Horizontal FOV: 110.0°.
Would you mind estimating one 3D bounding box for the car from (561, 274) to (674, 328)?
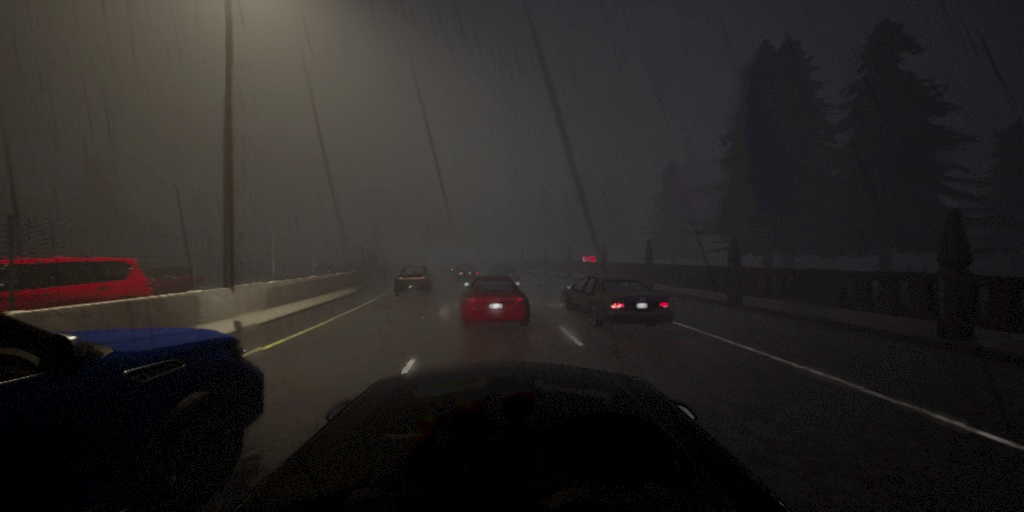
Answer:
[{"bbox_3d":[3.010,1.297,11.478,2.033,1.411,5.357,0,0,-6],"label":"car"}]

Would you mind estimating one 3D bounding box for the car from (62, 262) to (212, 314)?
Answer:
[{"bbox_3d":[-15.311,1.188,15.128,2.097,1.767,4.553,0,0,-10],"label":"car"}]

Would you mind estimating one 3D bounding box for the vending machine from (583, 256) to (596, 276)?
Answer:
[{"bbox_3d":[7.053,0.956,32.730,1.100,2.100,0.880,0,0,-16],"label":"vending machine"}]

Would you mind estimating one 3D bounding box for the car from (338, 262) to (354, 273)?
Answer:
[{"bbox_3d":[-22.303,1.458,48.311,2.033,1.411,5.357,0,0,-22],"label":"car"}]

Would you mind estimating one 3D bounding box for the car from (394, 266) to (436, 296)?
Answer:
[{"bbox_3d":[-5.242,1.289,19.597,2.128,1.511,4.902,0,0,-10],"label":"car"}]

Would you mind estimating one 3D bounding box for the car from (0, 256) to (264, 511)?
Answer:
[{"bbox_3d":[-3.500,0.986,1.115,2.150,2.045,5.566,0,0,0],"label":"car"}]

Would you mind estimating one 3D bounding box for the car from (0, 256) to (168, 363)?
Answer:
[{"bbox_3d":[-10.904,1.028,7.623,2.150,2.045,5.566,0,0,-5],"label":"car"}]

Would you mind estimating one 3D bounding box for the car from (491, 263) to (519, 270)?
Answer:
[{"bbox_3d":[-0.660,1.317,30.790,1.812,1.442,4.674,0,0,-15],"label":"car"}]

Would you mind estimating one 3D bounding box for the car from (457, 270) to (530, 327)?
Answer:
[{"bbox_3d":[-0.614,1.330,11.709,1.994,1.385,4.181,0,0,-6],"label":"car"}]

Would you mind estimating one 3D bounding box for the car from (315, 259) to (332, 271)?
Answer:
[{"bbox_3d":[-28.784,1.300,54.797,2.097,1.767,4.553,0,0,-22],"label":"car"}]

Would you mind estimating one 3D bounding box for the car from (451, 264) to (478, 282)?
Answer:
[{"bbox_3d":[-3.859,1.351,29.462,2.033,1.411,5.357,0,0,-16],"label":"car"}]
